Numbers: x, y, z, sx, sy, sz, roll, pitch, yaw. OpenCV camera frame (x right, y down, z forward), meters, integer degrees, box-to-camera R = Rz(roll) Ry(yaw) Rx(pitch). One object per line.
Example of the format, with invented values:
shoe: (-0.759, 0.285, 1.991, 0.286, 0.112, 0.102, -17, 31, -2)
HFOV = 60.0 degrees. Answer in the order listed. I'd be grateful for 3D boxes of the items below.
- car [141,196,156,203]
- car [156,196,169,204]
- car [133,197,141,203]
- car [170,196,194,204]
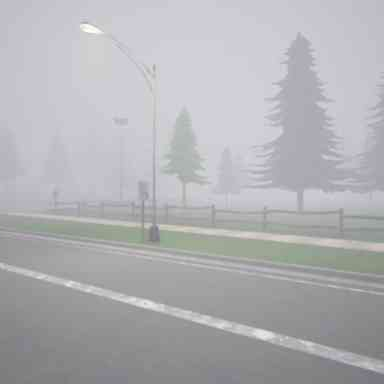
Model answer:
car: (-7.158, 1.565, 66.827, 2.033, 1.411, 5.357, 0, 0, 35)
car: (-4.436, 1.582, 64.662, 1.994, 1.385, 4.181, 0, 0, 36)
car: (-10.214, 1.545, 68.557, 2.128, 1.511, 4.902, 0, 0, 35)
car: (-1.581, 1.494, 62.662, 1.882, 1.535, 5.008, 0, 0, 36)
